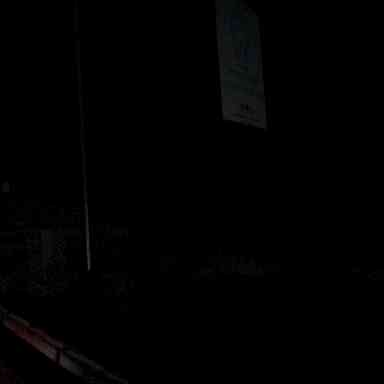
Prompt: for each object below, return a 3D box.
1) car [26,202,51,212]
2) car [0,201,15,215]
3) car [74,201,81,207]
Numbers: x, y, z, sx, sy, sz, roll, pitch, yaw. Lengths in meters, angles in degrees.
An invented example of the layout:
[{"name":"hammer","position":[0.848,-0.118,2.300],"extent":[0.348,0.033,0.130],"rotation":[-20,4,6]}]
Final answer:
[{"name":"car","position":[-23.520,2.231,51.211],"extent":[1.994,1.385,4.181],"rotation":[-4,-1,7]},{"name":"car","position":[-23.179,1.881,39.831],"extent":[2.097,1.767,4.553],"rotation":[-3,0,-5]},{"name":"car","position":[-24.308,2.732,73.834],"extent":[1.882,1.535,5.008],"rotation":[-4,-2,7]}]
